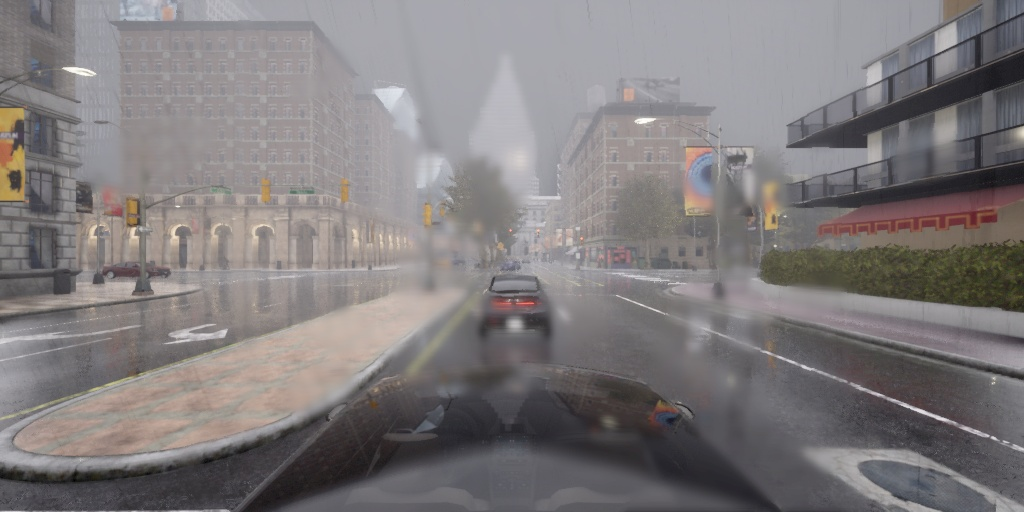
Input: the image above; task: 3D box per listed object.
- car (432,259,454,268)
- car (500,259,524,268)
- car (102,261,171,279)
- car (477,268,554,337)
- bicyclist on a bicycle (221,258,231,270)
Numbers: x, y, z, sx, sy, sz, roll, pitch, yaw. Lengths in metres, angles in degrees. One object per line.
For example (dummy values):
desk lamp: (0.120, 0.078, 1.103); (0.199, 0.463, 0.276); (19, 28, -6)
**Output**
car: (-11.443, 1.228, 59.624); (1.882, 1.535, 5.008); (0, 0, 0)
car: (-0.196, 1.275, 46.945); (1.812, 1.442, 4.674); (1, 0, 14)
car: (-33.650, 1.228, 32.251); (5.008, 1.535, 1.882); (0, 0, 0)
car: (0.096, 1.255, 10.292); (1.837, 1.490, 4.892); (0, 0, 0)
bicyclist on a bicycle: (-37.198, 1.050, 46.709); (0.582, 1.620, 1.656); (0, 0, 0)
